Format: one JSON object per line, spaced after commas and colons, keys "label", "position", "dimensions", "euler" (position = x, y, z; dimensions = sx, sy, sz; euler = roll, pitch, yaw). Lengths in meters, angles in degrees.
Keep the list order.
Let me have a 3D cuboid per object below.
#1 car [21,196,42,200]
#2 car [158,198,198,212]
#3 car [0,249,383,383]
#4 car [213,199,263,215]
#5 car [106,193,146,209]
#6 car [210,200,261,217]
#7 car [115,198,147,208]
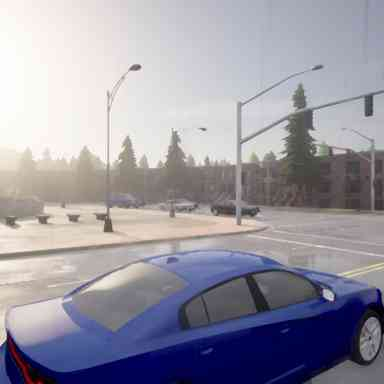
{"label": "car", "position": [-29.909, 1.505, 60.665], "dimensions": [4.892, 1.490, 1.837], "euler": [0, 0, 5]}
{"label": "car", "position": [-1.827, 1.600, 38.048], "dimensions": [1.895, 1.301, 4.718], "euler": [0, 0, -39]}
{"label": "car", "position": [0.462, 1.478, 4.126], "dimensions": [5.008, 1.535, 1.882], "euler": [0, 0, -35]}
{"label": "car", "position": [4.734, 1.547, 35.216], "dimensions": [2.033, 1.411, 5.357], "euler": [0, 0, -36]}
{"label": "car", "position": [-9.472, 1.221, 45.603], "dimensions": [5.566, 2.045, 2.150], "euler": [0, 0, 36]}
{"label": "car", "position": [3.772, 1.477, 30.569], "dimensions": [1.882, 1.535, 5.008], "euler": [0, 0, -36]}
{"label": "car", "position": [-9.102, 1.600, 49.599], "dimensions": [4.718, 1.301, 1.895], "euler": [0, 0, 34]}
